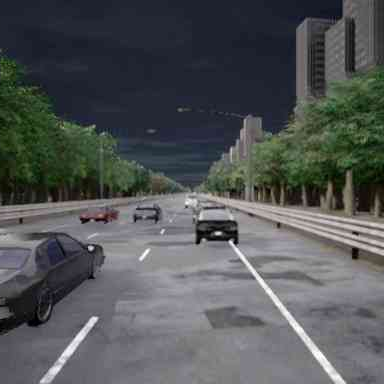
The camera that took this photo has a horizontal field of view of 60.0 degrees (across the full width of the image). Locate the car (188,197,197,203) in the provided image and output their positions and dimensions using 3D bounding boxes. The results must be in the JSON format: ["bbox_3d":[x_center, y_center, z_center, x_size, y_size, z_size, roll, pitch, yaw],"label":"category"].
[{"bbox_3d":[0.112,1.860,75.920,1.895,1.301,4.718,0,0,0],"label":"car"}]

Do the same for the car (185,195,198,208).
[{"bbox_3d":[0.075,1.401,50.952,2.150,2.045,5.566,0,0,0],"label":"car"}]

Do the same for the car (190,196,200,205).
[{"bbox_3d":[1.087,1.441,25.961,2.097,1.767,4.553,0,0,0],"label":"car"}]

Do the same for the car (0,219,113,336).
[{"bbox_3d":[-3.390,1.571,7.025,2.033,1.411,5.357,0,0,0],"label":"car"}]

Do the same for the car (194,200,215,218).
[{"bbox_3d":[1.097,1.589,31.990,1.882,1.535,5.008,0,0,0],"label":"car"}]

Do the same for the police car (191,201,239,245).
[{"bbox_3d":[1.073,1.480,16.100,1.930,1.638,5.238,0,0,0],"label":"police car"}]

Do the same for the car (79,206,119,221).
[{"bbox_3d":[-6.863,1.687,25.187,1.895,1.301,4.718,0,0,0],"label":"car"}]

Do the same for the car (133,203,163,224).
[{"bbox_3d":[-3.363,1.581,25.942,2.128,1.511,4.902,0,0,0],"label":"car"}]
